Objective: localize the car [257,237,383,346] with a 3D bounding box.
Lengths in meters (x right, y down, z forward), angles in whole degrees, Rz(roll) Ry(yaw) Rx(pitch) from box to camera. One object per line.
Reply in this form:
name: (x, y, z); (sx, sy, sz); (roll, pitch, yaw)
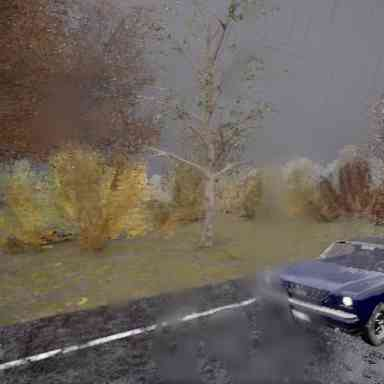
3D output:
car: (3.494, 1.622, 6.488); (4.718, 1.301, 1.895); (0, 0, -36)
